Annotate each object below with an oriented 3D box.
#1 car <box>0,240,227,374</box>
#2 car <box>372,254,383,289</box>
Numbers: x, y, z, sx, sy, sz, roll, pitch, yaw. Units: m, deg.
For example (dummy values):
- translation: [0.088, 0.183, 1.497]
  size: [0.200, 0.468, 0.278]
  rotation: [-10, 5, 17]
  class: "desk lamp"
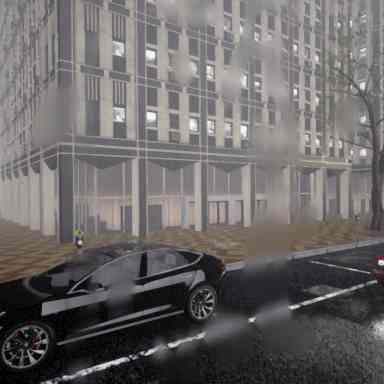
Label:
- translation: [-1.332, 1.565, 5.615]
  size: [4.313, 1.339, 1.947]
  rotation: [0, -1, -35]
  class: "car"
- translation: [6.220, 1.599, 7.781]
  size: [4.718, 1.301, 1.895]
  rotation: [0, 0, -35]
  class: "car"
